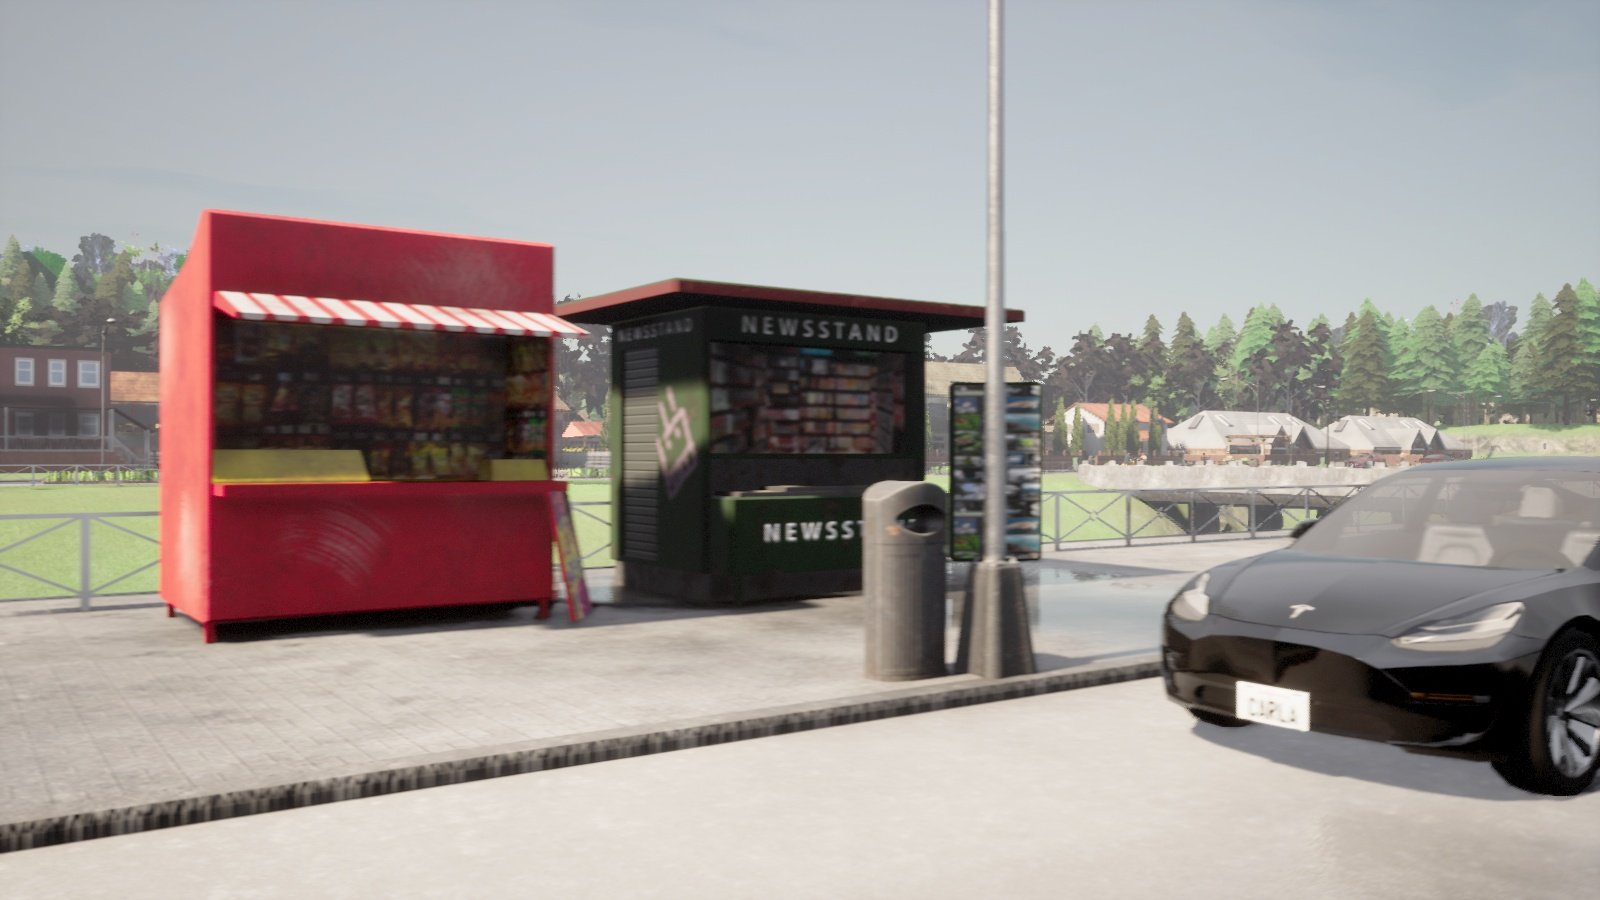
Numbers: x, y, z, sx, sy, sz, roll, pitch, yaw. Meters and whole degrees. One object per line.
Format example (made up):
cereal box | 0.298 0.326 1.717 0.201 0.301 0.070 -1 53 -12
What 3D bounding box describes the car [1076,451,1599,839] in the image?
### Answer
car | 4.037 0.753 7.079 4.792 1.488 2.163 0 0 -35
